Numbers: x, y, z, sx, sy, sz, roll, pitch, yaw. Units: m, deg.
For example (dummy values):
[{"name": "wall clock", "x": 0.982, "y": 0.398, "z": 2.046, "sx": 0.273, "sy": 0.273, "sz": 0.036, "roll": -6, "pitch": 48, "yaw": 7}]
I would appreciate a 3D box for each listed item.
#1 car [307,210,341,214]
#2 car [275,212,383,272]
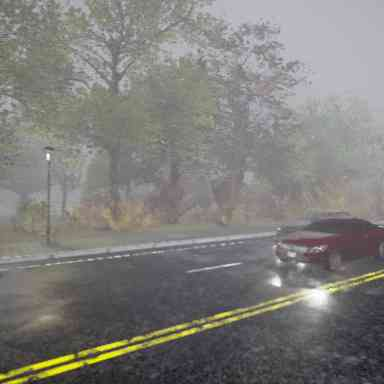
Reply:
[{"name": "car", "x": 6.493, "y": 1.619, "z": 16.229, "sx": 5.357, "sy": 1.411, "sz": 2.033, "roll": 0, "pitch": 0, "yaw": -35}, {"name": "car", "x": 4.826, "y": 1.575, "z": 11.085, "sx": 4.674, "sy": 1.442, "sz": 1.812, "roll": 0, "pitch": 0, "yaw": -35}]
